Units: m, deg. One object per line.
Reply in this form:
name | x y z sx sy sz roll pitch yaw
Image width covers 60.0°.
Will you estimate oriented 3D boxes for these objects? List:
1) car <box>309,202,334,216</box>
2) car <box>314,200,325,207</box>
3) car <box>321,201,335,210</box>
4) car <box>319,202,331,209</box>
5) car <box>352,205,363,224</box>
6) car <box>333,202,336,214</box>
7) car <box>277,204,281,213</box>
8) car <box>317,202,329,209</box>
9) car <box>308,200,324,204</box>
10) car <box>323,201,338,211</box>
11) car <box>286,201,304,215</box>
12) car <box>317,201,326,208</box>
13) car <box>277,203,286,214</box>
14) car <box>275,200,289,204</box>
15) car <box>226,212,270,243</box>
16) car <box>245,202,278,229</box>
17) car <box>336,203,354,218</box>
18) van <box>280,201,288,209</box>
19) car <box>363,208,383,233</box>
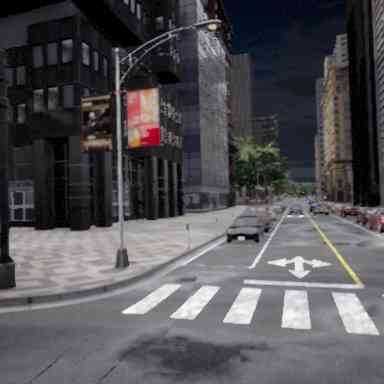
car | 16.732 2.347 43.277 2.033 1.411 5.357 -2 -2 18
car | 32.218 2.863 83.960 2.192 1.841 5.009 -2 -2 17
car | 25.784 2.564 63.238 1.967 1.590 4.097 -2 -2 17
car | 27.396 2.774 68.415 1.887 1.381 4.507 -2 -2 17
car | 14.524 1.980 26.975 1.802 1.307 4.206 -2 -2 17
car | 21.010 2.338 47.858 1.752 1.417 4.829 -2 -2 17
car | 7.945 2.320 34.522 1.752 1.417 4.829 -2 -2 17
car | 29.007 2.887 73.593 2.008 1.369 4.403 -2 -2 17
car | 19.523 2.461 52.374 1.882 1.535 5.008 -2 -2 17
car | 24.175 2.458 58.058 1.967 1.590 4.097 -2 -2 17
car | 14.810 2.473 47.305 1.837 1.490 4.892 -2 -2 17
car | 30.666 2.971 78.936 1.752 1.417 4.829 -2 -2 17
car | 12.826 2.689 50.225 1.802 1.307 4.206 -2 -2 17
car | 14.427 2.527 55.414 2.192 1.841 5.009 -2 -2 17
car | 3.168 2.060 19.140 1.947 1.339 4.313 -2 -2 17
car | 4.770 1.910 24.329 2.192 1.841 5.009 -2 -2 17
car | 17.741 2.147 37.335 1.887 1.381 4.507 -2 -2 17
van | 22.476 3.082 81.316 1.690 1.788 3.998 -2 -2 17
car | 12.911 1.737 21.799 1.967 1.590 4.097 -2 -2 17
